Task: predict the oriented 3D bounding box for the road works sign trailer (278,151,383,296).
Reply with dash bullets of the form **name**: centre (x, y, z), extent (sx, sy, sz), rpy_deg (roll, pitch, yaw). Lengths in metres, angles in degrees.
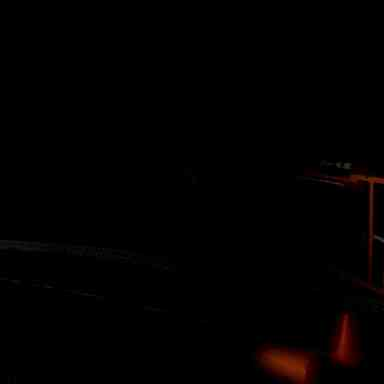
- **road works sign trailer**: centre (2.703, 0.730, 4.966), extent (2.880, 2.380, 3.560), rpy_deg (-17, 18, -28)
